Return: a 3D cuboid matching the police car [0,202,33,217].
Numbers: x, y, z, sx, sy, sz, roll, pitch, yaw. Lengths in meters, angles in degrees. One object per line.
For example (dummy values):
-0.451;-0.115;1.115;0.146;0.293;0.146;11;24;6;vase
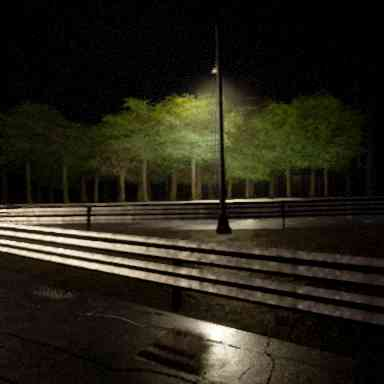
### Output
-14.449;1.597;24.610;5.238;1.638;1.930;-1;0;12;police car
